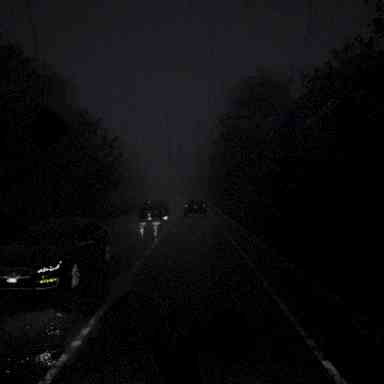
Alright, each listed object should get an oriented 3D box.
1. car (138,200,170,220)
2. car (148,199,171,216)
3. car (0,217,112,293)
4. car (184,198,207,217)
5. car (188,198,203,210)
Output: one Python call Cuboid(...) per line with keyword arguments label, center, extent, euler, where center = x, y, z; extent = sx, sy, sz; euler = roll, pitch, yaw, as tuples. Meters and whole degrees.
Cuboid(label="car", center=(-3.256, 1.487, 27.906), extent=(2.128, 1.511, 4.902), euler=(0, 0, 1))
Cuboid(label="car", center=(-3.202, 1.520, 33.444), extent=(1.812, 1.442, 4.674), euler=(0, 0, 1))
Cuboid(label="car", center=(-3.532, 1.495, 9.005), extent=(1.837, 1.490, 4.892), euler=(0, 0, 1))
Cuboid(label="car", center=(0.353, 1.356, 31.908), extent=(2.097, 1.767, 4.553), euler=(0, 0, 1))
Cuboid(label="car", center=(0.465, 1.567, 45.087), extent=(1.994, 1.385, 4.181), euler=(0, 0, 1))
